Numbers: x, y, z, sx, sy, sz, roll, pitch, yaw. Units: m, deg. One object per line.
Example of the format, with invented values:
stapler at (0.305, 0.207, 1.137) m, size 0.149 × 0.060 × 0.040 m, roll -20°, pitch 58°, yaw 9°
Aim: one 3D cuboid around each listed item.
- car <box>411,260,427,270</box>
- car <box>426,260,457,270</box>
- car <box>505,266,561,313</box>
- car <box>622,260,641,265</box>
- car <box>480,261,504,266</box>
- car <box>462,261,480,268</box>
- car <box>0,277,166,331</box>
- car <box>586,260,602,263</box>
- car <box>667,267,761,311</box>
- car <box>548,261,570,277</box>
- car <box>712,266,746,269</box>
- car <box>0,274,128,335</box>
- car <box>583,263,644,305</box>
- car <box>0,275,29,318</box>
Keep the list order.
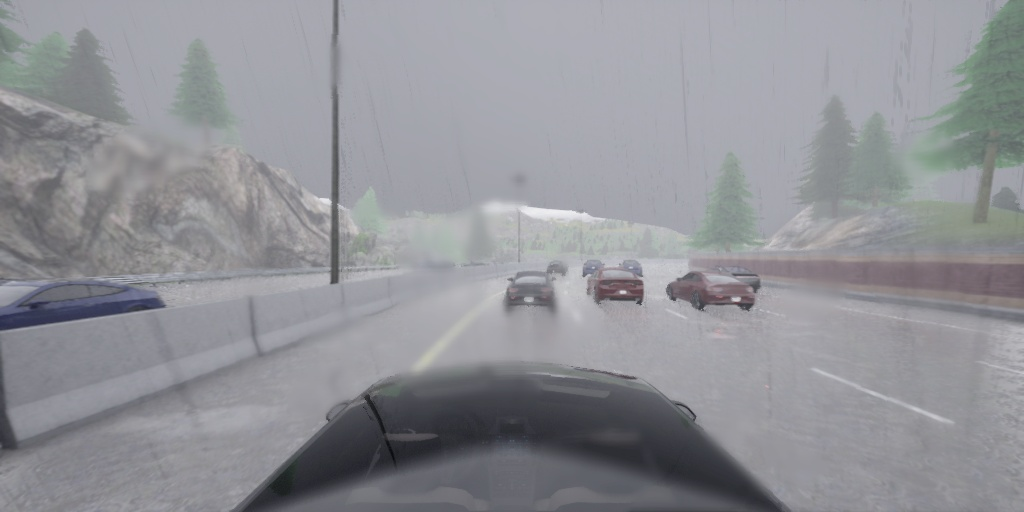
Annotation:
car at (-12.726, 1.267, 52.061) m, size 1.812 × 1.442 × 4.674 m, roll 0°, pitch 0°, yaw 18°
car at (-9.606, 1.350, 50.401) m, size 1.895 × 1.301 × 4.718 m, roll 0°, pitch 0°, yaw 18°
car at (0.793, 1.285, 14.004) m, size 1.812 × 1.442 × 4.674 m, roll 0°, pitch 0°, yaw 5°
car at (12.024, 1.156, 36.577) m, size 2.097 × 1.767 × 4.553 m, roll 0°, pitch 0°, yaw 15°
car at (-2.294, 1.371, 50.187) m, size 1.895 × 1.301 × 4.718 m, roll 0°, pitch 0°, yaw 19°
car at (-5.490, 1.363, 51.650) m, size 1.895 × 1.301 × 4.718 m, roll 0°, pitch 0°, yaw 19°
car at (-10.339, 1.249, 7.783) m, size 1.812 × 1.442 × 4.674 m, roll 0°, pitch 0°, yaw 3°
car at (8.301, 1.145, 36.190) m, size 2.097 × 1.767 × 4.553 m, roll 0°, pitch 0°, yaw 15°
car at (7.862, 1.306, 14.531) m, size 1.812 × 1.442 × 4.674 m, roll 0°, pitch 0°, yaw 5°
car at (4.654, 1.287, 36.097) m, size 1.837 × 1.490 × 4.892 m, roll 0°, pitch 0°, yaw 14°
car at (12.163, 1.287, 20.504) m, size 2.128 × 1.511 × 4.902 m, roll 0°, pitch 0°, yaw 8°
car at (-13.736, 1.278, 9.734) m, size 1.994 × 1.385 × 4.181 m, roll 0°, pitch 0°, yaw 4°
car at (4.544, 1.249, 16.324) m, size 1.882 × 1.535 × 5.008 m, roll 0°, pitch 0°, yaw 6°
car at (-17.275, 1.305, 9.723) m, size 1.895 × 1.301 × 4.718 m, roll 0°, pitch 0°, yaw 3°
